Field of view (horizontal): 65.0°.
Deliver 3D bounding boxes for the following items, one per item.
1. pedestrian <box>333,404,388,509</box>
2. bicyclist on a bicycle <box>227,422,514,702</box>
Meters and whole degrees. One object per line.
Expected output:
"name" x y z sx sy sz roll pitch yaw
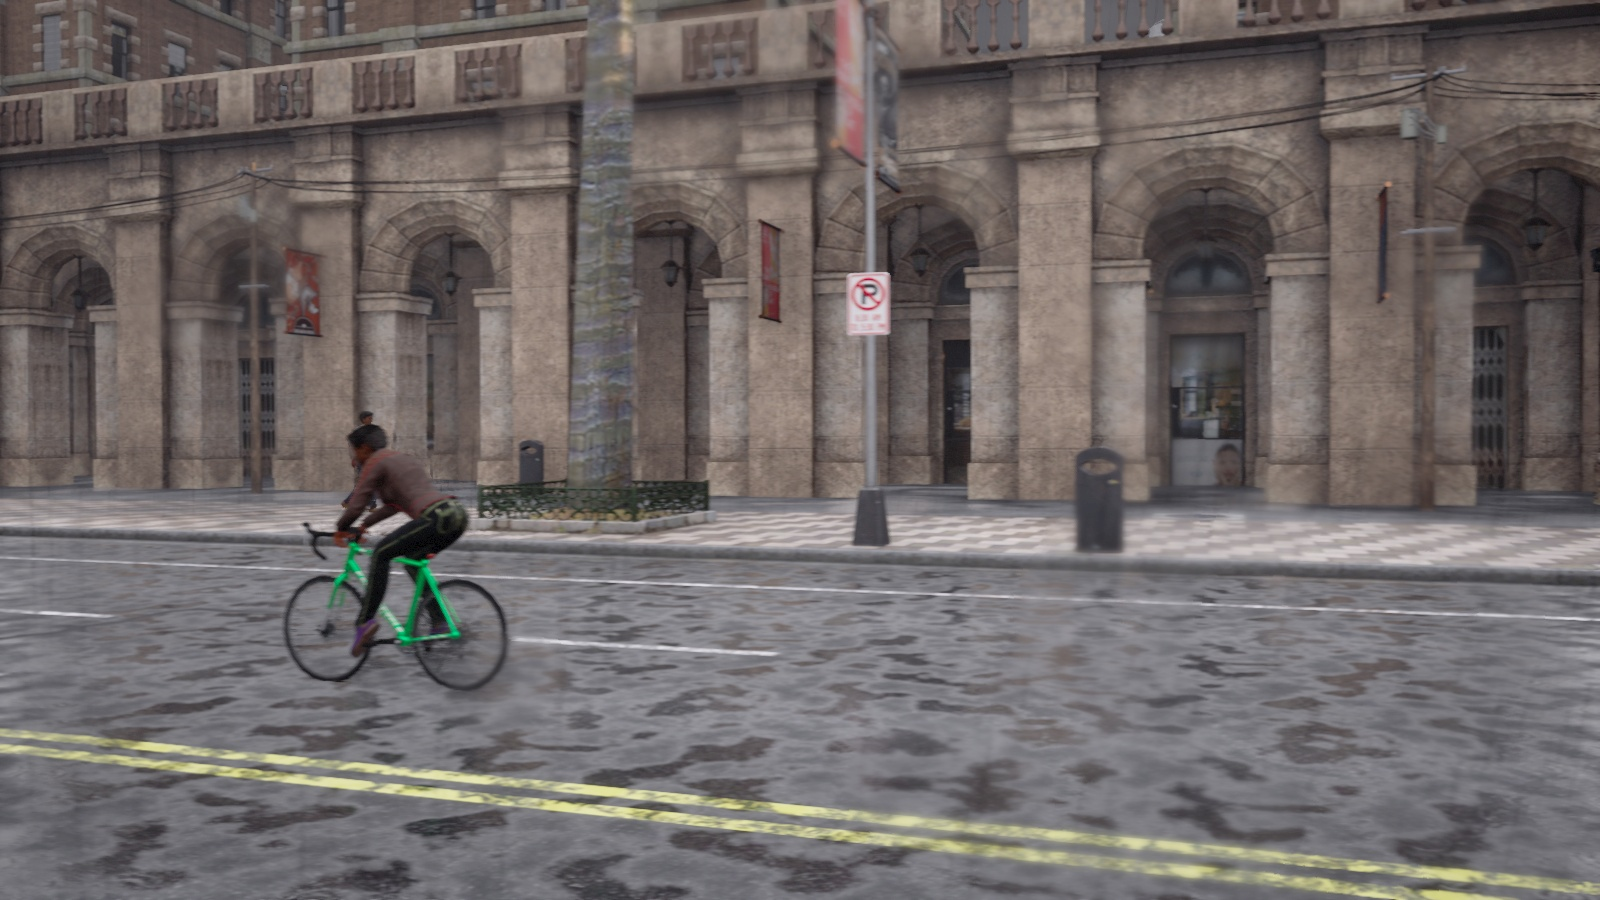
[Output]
"pedestrian" -7.639 0.105 21.835 0.869 1.805 0.328 0 1 15
"bicyclist on a bicycle" -2.661 0.645 7.790 1.656 1.620 0.582 0 1 18
